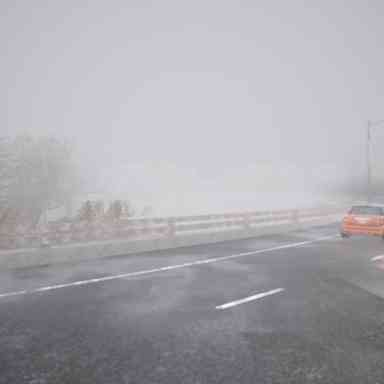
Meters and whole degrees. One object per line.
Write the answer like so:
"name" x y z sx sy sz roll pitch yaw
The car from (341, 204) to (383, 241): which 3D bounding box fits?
"car" 9.349 1.384 16.822 4.553 1.767 2.097 0 0 -45
